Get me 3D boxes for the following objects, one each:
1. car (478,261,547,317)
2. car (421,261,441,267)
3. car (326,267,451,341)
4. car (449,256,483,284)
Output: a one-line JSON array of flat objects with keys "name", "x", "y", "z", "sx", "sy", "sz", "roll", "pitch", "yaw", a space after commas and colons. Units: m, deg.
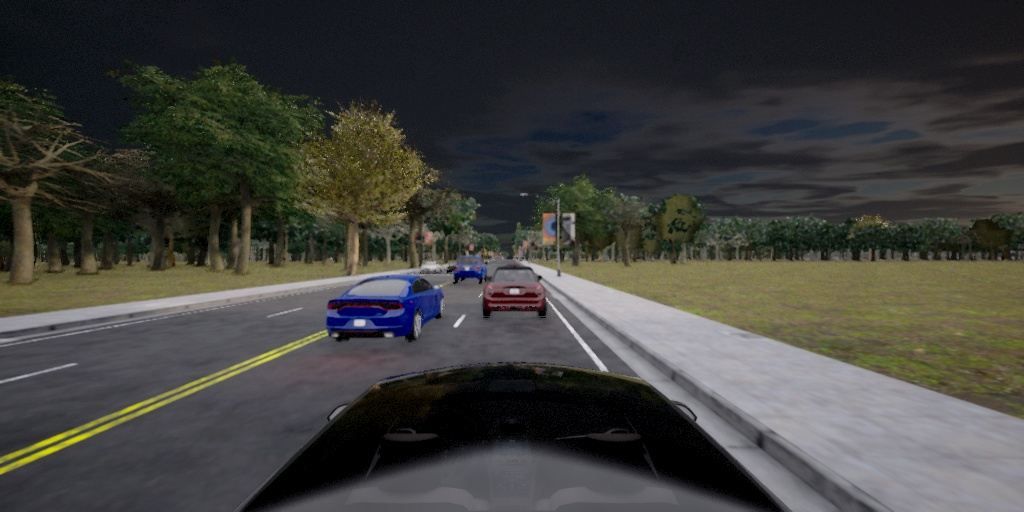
[{"name": "car", "x": 0.087, "y": 1.124, "z": 13.379, "sx": 2.097, "sy": 1.767, "sz": 4.553, "roll": 0, "pitch": 0, "yaw": 0}, {"name": "car", "x": -9.823, "y": 1.363, "z": 43.468, "sx": 1.812, "sy": 1.442, "sz": 4.674, "roll": 0, "pitch": 0, "yaw": 0}, {"name": "car", "x": -3.179, "y": 1.243, "z": 9.998, "sx": 1.882, "sy": 1.535, "sz": 5.008, "roll": 0, "pitch": 0, "yaw": 0}, {"name": "car", "x": -3.154, "y": 1.020, "z": 27.977, "sx": 2.150, "sy": 2.045, "sz": 5.566, "roll": 0, "pitch": 0, "yaw": 0}]
